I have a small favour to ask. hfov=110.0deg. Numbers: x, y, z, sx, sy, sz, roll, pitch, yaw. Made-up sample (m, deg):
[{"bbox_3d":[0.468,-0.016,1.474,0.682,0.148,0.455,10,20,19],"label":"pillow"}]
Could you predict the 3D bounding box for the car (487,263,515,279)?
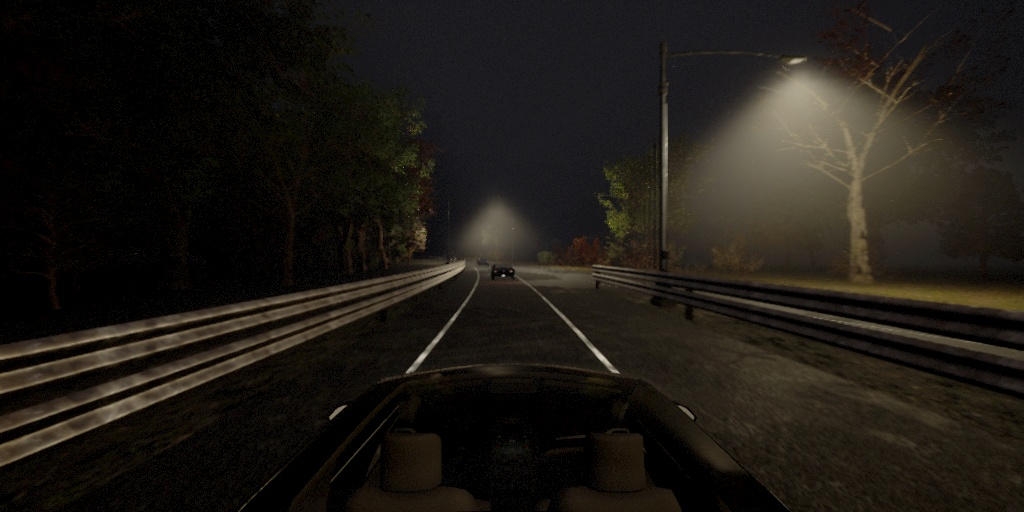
[{"bbox_3d":[-0.883,1.268,30.836,1.895,1.301,4.718,0,0,-5],"label":"car"}]
